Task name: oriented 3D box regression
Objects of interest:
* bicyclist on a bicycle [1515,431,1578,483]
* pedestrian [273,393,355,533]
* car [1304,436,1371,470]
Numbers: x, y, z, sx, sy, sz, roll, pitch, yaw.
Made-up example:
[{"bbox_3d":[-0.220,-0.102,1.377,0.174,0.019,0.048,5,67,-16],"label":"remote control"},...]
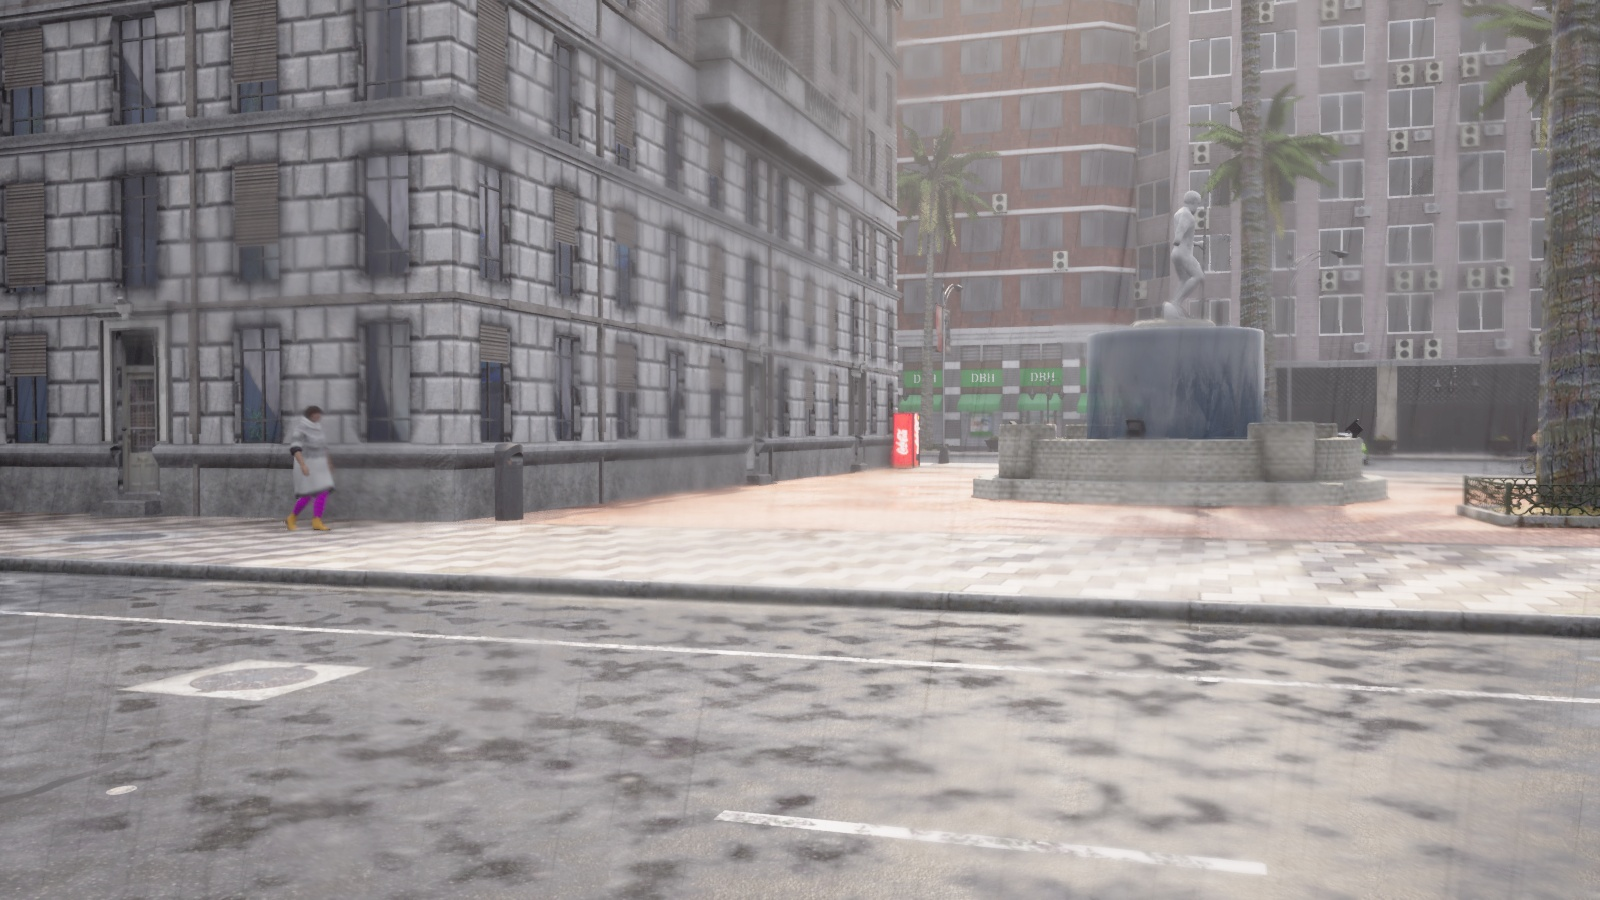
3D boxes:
[{"bbox_3d":[24.025,0.206,40.445,0.866,1.612,1.509,-1,1,-27],"label":"bicyclist on a bicycle"},{"bbox_3d":[-6.953,0.169,17.973,0.873,1.952,0.659,1,1,24],"label":"pedestrian"},{"bbox_3d":[23.017,0.106,53.804,1.481,1.376,2.207,0,1,-42],"label":"car"}]
